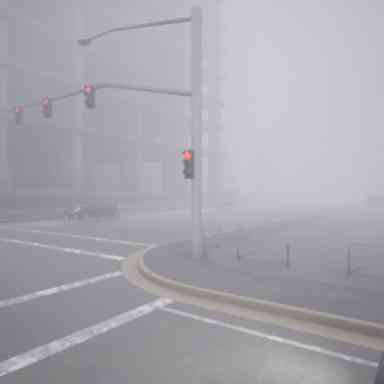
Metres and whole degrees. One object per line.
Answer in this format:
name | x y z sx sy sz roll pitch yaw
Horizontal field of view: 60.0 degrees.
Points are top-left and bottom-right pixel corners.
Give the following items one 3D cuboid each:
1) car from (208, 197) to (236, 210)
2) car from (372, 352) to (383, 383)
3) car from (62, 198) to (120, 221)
car | 3.919 1.436 43.296 2.128 1.511 4.902 0 0 35
car | 3.507 1.505 1.457 4.892 1.490 1.837 0 0 36
car | -7.994 1.297 26.501 2.097 1.767 4.553 0 0 35
